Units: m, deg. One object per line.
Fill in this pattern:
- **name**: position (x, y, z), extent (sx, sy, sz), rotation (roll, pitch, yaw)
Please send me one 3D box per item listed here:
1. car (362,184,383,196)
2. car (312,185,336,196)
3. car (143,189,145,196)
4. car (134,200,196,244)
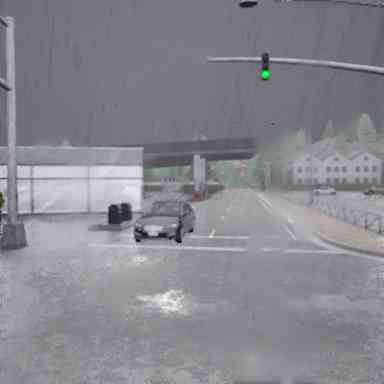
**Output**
- **car**: position (30.242, -0.370, 54.112), extent (4.605, 1.855, 1.932), rotation (0, 1, 8)
- **car**: position (21.854, -0.074, 55.348), extent (3.806, 1.475, 1.970), rotation (0, 1, 8)
- **car**: position (-10.581, 0.075, 64.169), extent (2.242, 1.667, 4.611), rotation (0, 1, 8)
- **car**: position (-1.000, 1.130, 14.177), extent (2.128, 1.511, 4.902), rotation (0, 2, 9)
